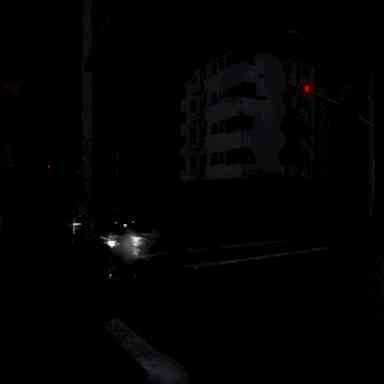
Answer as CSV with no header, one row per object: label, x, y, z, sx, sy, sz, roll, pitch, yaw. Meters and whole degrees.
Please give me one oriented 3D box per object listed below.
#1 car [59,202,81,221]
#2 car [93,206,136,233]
car,-10.726,1.703,30.185,2.128,1.511,4.902,0,0,-32
car,-5.216,1.709,21.523,1.837,1.490,4.892,0,0,-33
